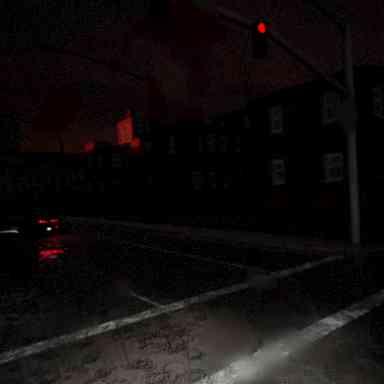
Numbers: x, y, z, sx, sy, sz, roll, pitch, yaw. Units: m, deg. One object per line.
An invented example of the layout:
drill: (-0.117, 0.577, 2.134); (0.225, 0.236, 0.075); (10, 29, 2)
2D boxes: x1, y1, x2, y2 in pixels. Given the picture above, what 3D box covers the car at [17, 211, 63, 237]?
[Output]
car: (-9.694, 1.965, 21.064); (1.837, 1.490, 4.892); (-3, -1, -38)
